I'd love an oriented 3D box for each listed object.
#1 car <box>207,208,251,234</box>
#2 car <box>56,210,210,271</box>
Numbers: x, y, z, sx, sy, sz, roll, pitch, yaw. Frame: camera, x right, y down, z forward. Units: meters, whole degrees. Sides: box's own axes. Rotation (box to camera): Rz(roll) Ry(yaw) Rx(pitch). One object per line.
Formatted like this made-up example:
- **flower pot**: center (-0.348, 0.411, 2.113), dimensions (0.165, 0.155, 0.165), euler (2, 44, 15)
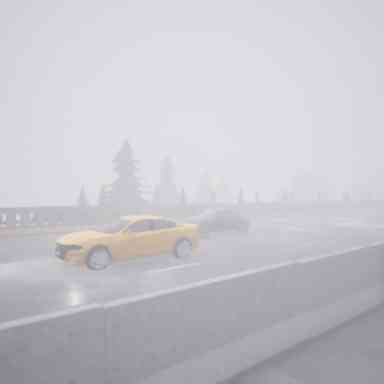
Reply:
- **car**: center (1.334, 1.633, 18.520), dimensions (4.674, 1.442, 1.812), euler (0, 0, -39)
- **car**: center (-1.990, 1.546, 11.396), dimensions (5.008, 1.535, 1.882), euler (0, 0, -38)
